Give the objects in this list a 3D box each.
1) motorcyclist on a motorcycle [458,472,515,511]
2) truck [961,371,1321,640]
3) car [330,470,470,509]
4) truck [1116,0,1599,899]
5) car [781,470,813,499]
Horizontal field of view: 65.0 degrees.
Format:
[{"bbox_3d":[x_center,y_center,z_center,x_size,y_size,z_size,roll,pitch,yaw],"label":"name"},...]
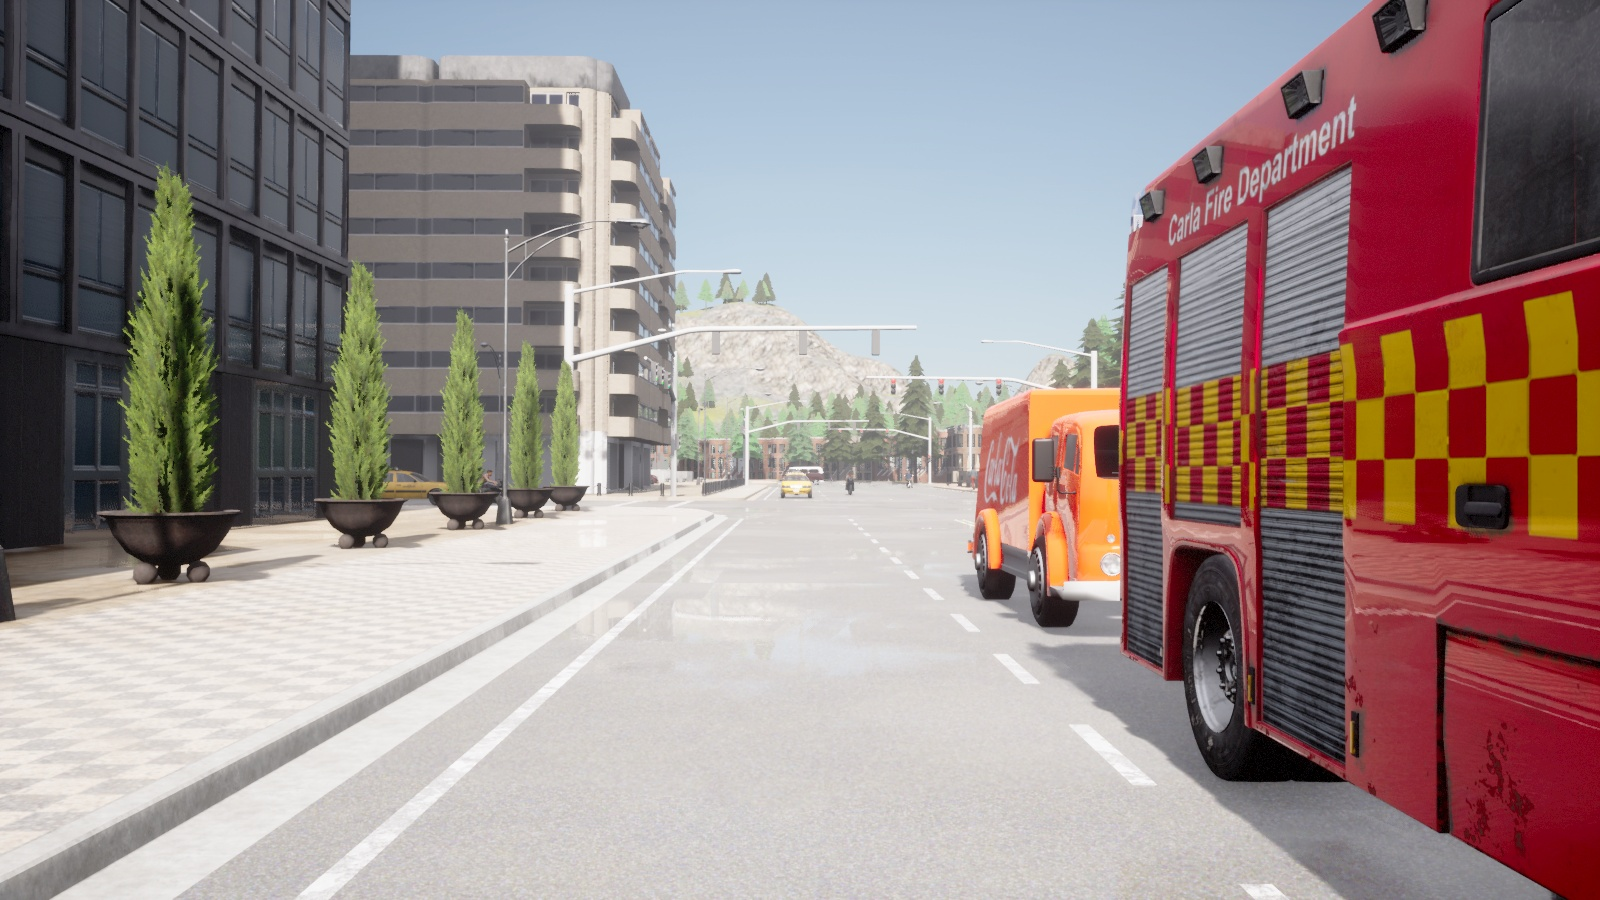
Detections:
[{"bbox_3d":[-12.417,1.625,49.796,2.044,1.523,0.797,0,-1,0],"label":"motorcyclist on a motorcycle"},{"bbox_3d":[3.465,0.551,14.149,2.627,2.467,5.204,0,-1,0],"label":"truck"},{"bbox_3d":[-16.922,1.659,53.309,5.366,1.575,1.801,0,-1,0],"label":"car"},{"bbox_3d":[3.485,-0.301,3.774,2.891,3.827,8.468,0,-1,0],"label":"truck"},{"bbox_3d":[-0.191,1.982,73.270,1.801,1.575,5.366,0,-1,0],"label":"car"}]
